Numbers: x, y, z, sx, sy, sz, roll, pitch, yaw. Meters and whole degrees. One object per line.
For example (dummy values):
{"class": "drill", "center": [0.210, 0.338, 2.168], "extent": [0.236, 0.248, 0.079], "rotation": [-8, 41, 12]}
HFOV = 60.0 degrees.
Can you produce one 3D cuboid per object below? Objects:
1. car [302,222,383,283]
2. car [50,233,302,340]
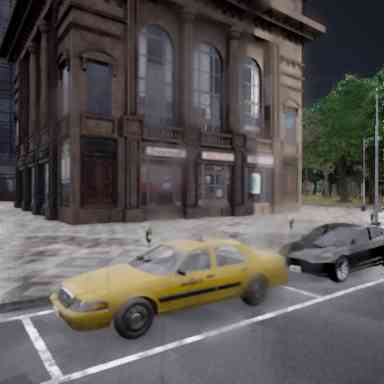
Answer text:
{"class": "car", "center": [4.432, 1.602, 9.805], "extent": [4.313, 1.339, 1.947], "rotation": [0, 0, -35]}
{"class": "car", "center": [-0.134, 1.539, 6.552], "extent": [4.829, 1.417, 1.752], "rotation": [0, 0, -35]}
